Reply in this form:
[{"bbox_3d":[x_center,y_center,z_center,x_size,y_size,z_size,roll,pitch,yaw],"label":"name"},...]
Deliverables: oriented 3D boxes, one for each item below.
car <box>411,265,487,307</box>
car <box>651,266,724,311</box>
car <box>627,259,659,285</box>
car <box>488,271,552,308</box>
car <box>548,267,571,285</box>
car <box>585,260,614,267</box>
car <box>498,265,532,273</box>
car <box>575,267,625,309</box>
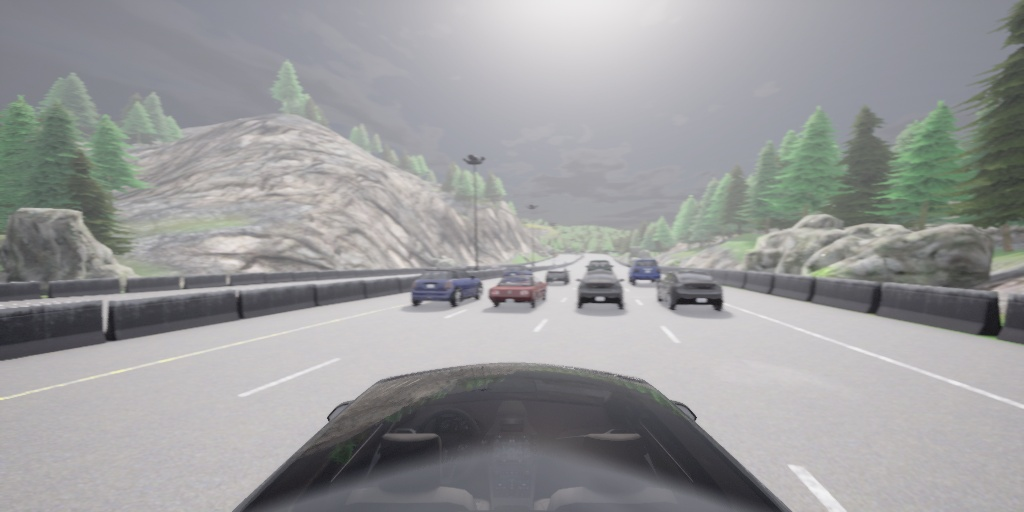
[{"bbox_3d":[-2.958,1.347,17.339,2.097,1.767,4.553,-1,-1,14],"label":"car"},{"bbox_3d":[7.301,1.350,15.079,1.837,1.490,4.892,-1,-1,14],"label":"car"},{"bbox_3d":[10.780,1.289,29.412,2.150,2.045,5.566,-1,-1,14],"label":"car"},{"bbox_3d":[0.451,1.545,16.532,1.895,1.301,4.718,-1,-1,14],"label":"car"},{"bbox_3d":[4.051,1.675,31.334,2.128,1.511,4.902,-1,-1,14],"label":"car"},{"bbox_3d":[7.379,1.342,30.237,2.150,2.045,5.566,-1,-1,14],"label":"car"},{"bbox_3d":[0.591,1.581,31.931,2.097,1.767,4.553,-1,-1,14],"label":"car"},{"bbox_3d":[3.901,1.403,15.907,1.837,1.490,4.892,-1,-1,14],"label":"car"}]
